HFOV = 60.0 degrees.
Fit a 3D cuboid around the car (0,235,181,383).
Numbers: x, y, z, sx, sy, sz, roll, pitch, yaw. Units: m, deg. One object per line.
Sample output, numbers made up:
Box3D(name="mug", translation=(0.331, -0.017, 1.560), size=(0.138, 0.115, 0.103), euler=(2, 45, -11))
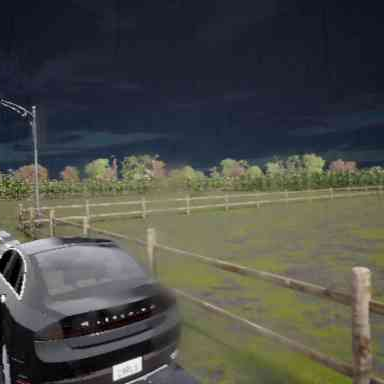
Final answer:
Box3D(name="car", translation=(-2.035, 1.445, 5.158), size=(1.837, 1.490, 4.892), euler=(-2, 1, -35))
